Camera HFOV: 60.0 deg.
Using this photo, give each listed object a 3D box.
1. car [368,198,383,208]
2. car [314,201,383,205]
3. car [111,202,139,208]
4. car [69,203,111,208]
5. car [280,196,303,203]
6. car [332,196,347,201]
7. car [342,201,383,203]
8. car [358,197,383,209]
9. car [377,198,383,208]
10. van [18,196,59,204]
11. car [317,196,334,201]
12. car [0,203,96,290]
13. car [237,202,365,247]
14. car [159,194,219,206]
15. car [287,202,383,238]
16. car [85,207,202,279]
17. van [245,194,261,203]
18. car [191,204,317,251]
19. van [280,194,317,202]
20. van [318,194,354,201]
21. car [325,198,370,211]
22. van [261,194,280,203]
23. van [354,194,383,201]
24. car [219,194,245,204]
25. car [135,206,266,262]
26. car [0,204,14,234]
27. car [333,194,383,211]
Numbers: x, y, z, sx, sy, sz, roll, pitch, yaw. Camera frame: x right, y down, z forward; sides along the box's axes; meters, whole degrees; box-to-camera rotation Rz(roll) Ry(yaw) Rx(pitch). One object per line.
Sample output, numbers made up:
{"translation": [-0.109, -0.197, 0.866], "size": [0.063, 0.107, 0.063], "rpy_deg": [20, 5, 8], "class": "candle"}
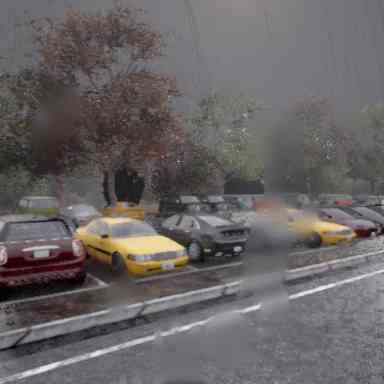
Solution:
{"translation": [28.645, 1.635, 48.597], "size": [2.002, 1.452, 4.674], "rpy_deg": [1, 0, -35], "class": "car"}
{"translation": [9.081, 1.503, 18.614], "size": [2.163, 1.488, 4.792], "rpy_deg": [0, 0, -35], "class": "car"}
{"translation": [-5.216, 1.481, 24.530], "size": [2.097, 1.535, 5.008], "rpy_deg": [0, 0, -35], "class": "car"}
{"translation": [-7.580, 1.525, 22.860], "size": [2.002, 1.452, 4.674], "rpy_deg": [0, 0, -35], "class": "car"}
{"translation": [8.327, 1.463, 34.167], "size": [2.097, 1.535, 5.008], "rpy_deg": [0, 0, -35], "class": "car"}
{"translation": [14.978, 1.505, 38.923], "size": [2.163, 1.488, 4.792], "rpy_deg": [0, 0, -35], "class": "car"}
{"translation": [11.343, 1.500, 20.223], "size": [2.163, 1.488, 4.792], "rpy_deg": [0, 0, -35], "class": "car"}
{"translation": [26.493, 1.570, 46.843], "size": [1.946, 1.575, 5.366], "rpy_deg": [1, 0, -35], "class": "car"}
{"translation": [30.918, 1.645, 50.180], "size": [2.163, 1.488, 4.792], "rpy_deg": [1, 0, -35], "class": "car"}
{"translation": [-9.905, 1.262, 21.347], "size": [1.878, 1.987, 4.442], "rpy_deg": [0, 0, -35], "class": "van"}
{"translation": [12.827, 1.496, 37.395], "size": [2.163, 1.488, 4.792], "rpy_deg": [0, 0, -35], "class": "car"}
{"translation": [-4.496, 1.366, 8.963], "size": [2.185, 1.767, 4.553], "rpy_deg": [0, 0, -35], "class": "car"}
{"translation": [4.645, 1.477, 15.271], "size": [1.946, 1.575, 5.366], "rpy_deg": [0, 0, -35], "class": "car"}
{"translation": [-0.686, 1.224, 27.721], "size": [2.435, 2.045, 5.566], "rpy_deg": [0, 0, -35], "class": "car"}
{"translation": [6.818, 1.506, 17.006], "size": [2.163, 1.488, 4.792], "rpy_deg": [0, 0, -35], "class": "car"}
{"translation": [-2.143, 1.486, 10.446], "size": [1.946, 1.575, 5.366], "rpy_deg": [0, 0, -35], "class": "car"}
{"translation": [3.881, 1.244, 30.858], "size": [1.878, 1.987, 4.442], "rpy_deg": [0, 0, -35], "class": "van"}
{"translation": [2.271, 1.484, 13.819], "size": [2.231, 1.521, 4.892], "rpy_deg": [0, 0, -35], "class": "car"}
{"translation": [10.663, 1.238, 35.689], "size": [1.878, 1.987, 4.442], "rpy_deg": [0, 0, -36], "class": "van"}
{"translation": [17.187, 1.265, 40.601], "size": [1.878, 1.987, 4.442], "rpy_deg": [0, 0, -35], "class": "van"}
{"translation": [19.629, 1.540, 42.158], "size": [2.163, 1.488, 4.792], "rpy_deg": [1, 0, -35], "class": "car"}
{"translation": [6.004, 1.241, 32.653], "size": [1.878, 1.987, 4.442], "rpy_deg": [0, 0, -35], "class": "van"}
{"translation": [13.522, 1.242, 21.950], "size": [1.878, 1.987, 4.442], "rpy_deg": [0, 0, -35], "class": "van"}
{"translation": [1.572, 1.221, 29.326], "size": [2.435, 2.045, 5.566], "rpy_deg": [0, 0, -35], "class": "car"}
{"translation": [0.016, 1.487, 12.200], "size": [2.231, 1.521, 4.892], "rpy_deg": [0, 0, -35], "class": "car"}
{"translation": [-11.991, 1.531, 19.719], "size": [2.002, 1.452, 4.674], "rpy_deg": [0, 0, -35], "class": "car"}
{"translation": [21.855, 1.280, 43.810], "size": [2.435, 2.045, 5.566], "rpy_deg": [1, 0, -35], "class": "car"}
